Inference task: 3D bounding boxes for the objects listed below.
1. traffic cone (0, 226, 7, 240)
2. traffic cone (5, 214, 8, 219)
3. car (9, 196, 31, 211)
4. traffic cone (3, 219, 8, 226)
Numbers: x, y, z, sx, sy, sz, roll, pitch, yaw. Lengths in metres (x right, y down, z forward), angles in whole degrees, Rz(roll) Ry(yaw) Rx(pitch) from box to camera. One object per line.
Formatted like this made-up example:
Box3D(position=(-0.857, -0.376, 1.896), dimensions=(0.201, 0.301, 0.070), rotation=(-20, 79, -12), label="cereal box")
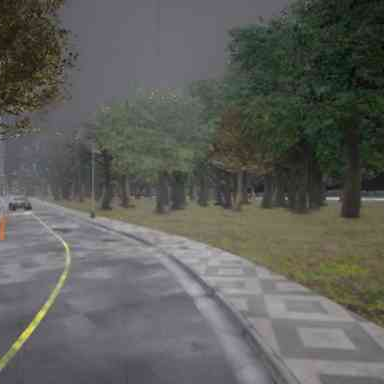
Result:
Box3D(position=(-9.743, 2.163, 17.086), dimensions=(0.340, 0.580, 0.340), rotation=(1, -1, -29), label="traffic cone")
Box3D(position=(-14.533, 2.244, 25.865), dimensions=(0.340, 0.580, 0.340), rotation=(1, -1, -29), label="traffic cone")
Box3D(position=(-24.312, 1.618, 46.998), dimensions=(2.150, 2.045, 5.566), rotation=(1, -1, -36), label="car")
Box3D(position=(-12.138, 2.205, 21.476), dimensions=(0.340, 0.580, 0.340), rotation=(1, -1, -29), label="traffic cone")
